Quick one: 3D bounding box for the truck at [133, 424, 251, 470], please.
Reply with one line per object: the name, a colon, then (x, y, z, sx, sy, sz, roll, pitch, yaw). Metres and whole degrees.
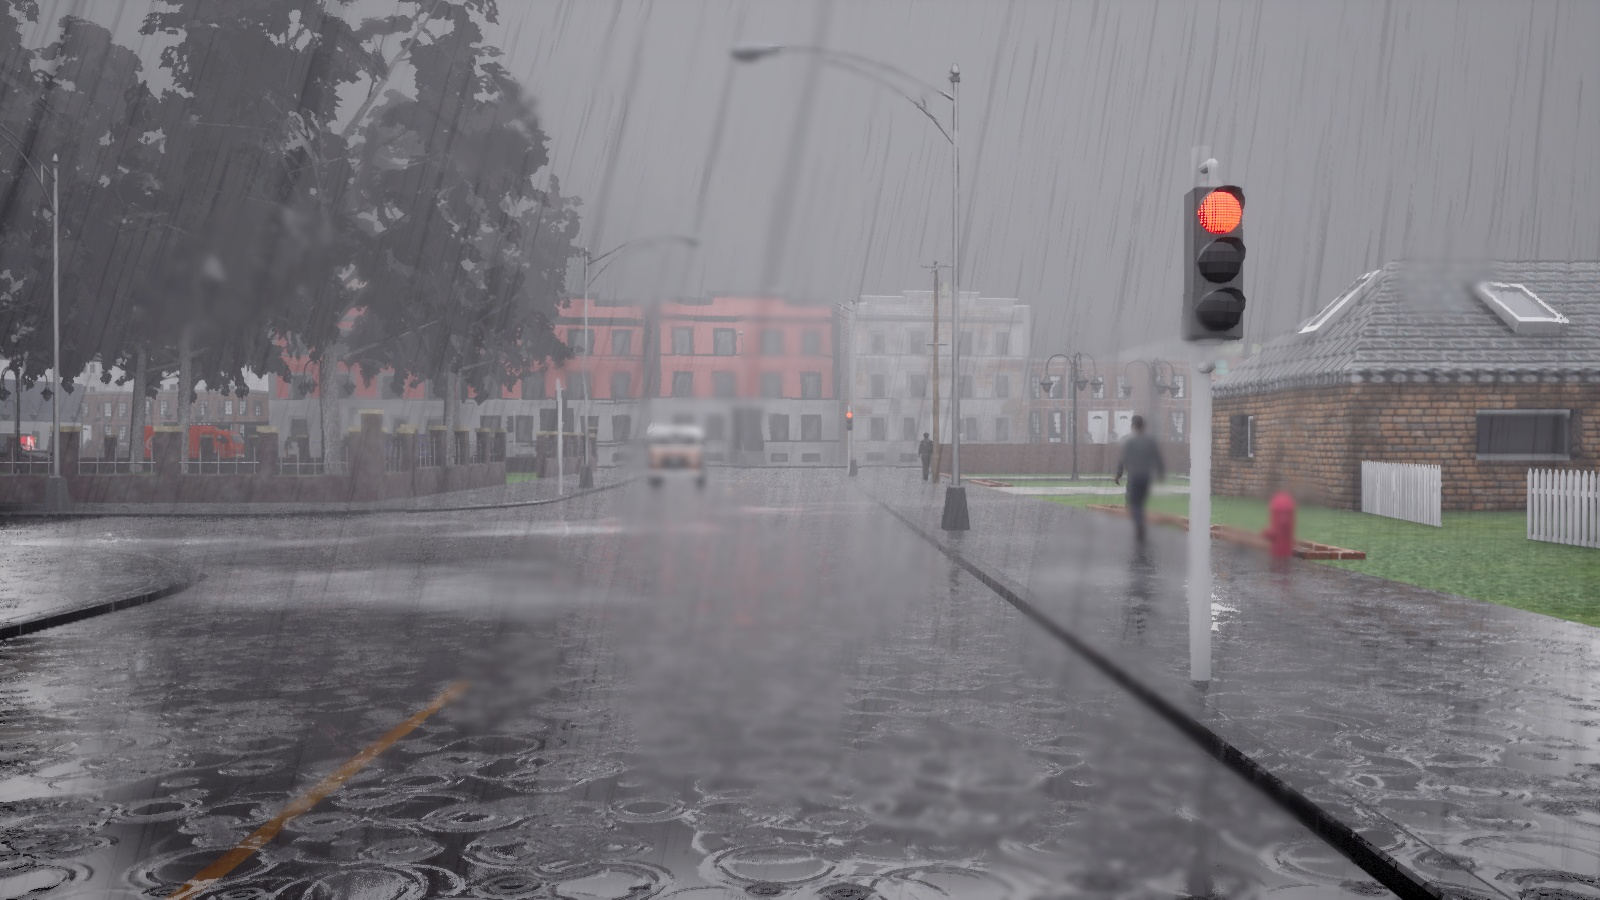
truck: (-33.244, -0.155, 68.773, 5.204, 2.467, 2.627, 0, 0, 0)

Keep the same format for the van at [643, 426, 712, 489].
van: (-4.137, 0.224, 42.958, 2.069, 2.038, 4.480, 0, 0, -2)

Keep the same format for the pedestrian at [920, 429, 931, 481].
pedestrian: (4.742, 0.192, 47.394, 0.395, 1.930, 0.692, 0, 0, 9)

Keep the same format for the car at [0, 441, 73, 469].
car: (-42.887, 0.280, 68.747, 4.902, 1.511, 2.128, 0, 0, 0)

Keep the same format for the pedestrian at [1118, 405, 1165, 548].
pedestrian: (4.748, 0.355, 17.491, 0.423, 1.949, 0.788, 0, 0, -2)

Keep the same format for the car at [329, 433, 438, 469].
car: (-24.106, 0.035, 72.802, 5.566, 2.045, 2.150, 0, 0, 0)
